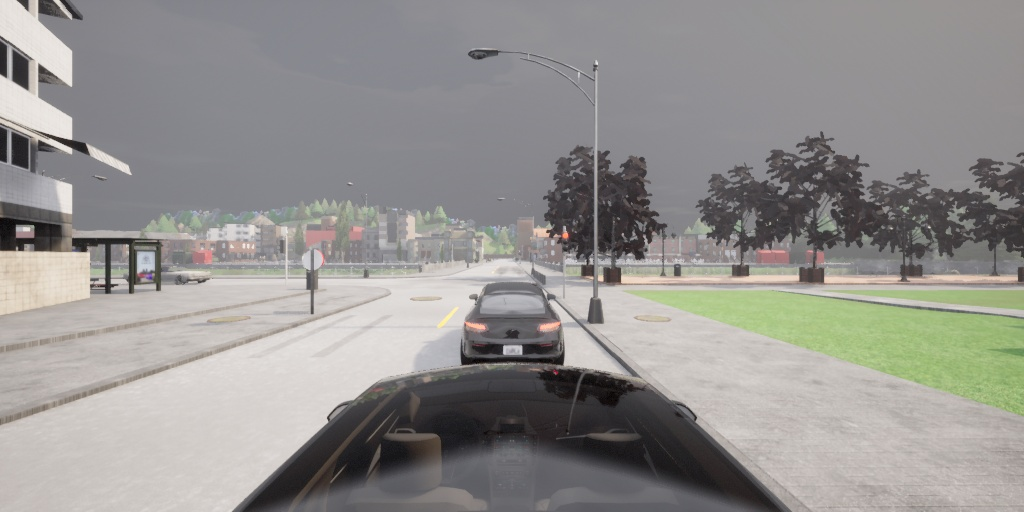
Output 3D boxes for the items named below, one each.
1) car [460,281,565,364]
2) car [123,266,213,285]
[{"bbox_3d":[0.007,1.276,7.794,1.812,1.442,4.674,0,0,0],"label":"car"},{"bbox_3d":[-24.134,1.351,25.291,4.718,1.301,1.895,0,0,0],"label":"car"}]
